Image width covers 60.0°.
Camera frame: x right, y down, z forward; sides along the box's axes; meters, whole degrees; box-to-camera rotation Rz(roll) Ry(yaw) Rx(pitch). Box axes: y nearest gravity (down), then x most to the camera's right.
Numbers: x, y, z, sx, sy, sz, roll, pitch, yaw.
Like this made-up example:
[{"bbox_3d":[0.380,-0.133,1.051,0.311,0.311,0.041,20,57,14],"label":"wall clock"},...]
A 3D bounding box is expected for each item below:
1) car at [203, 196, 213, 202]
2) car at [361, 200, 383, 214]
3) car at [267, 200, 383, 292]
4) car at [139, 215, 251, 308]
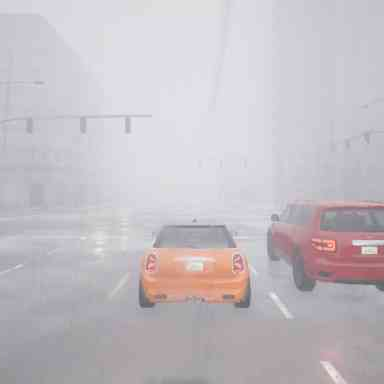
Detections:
[{"bbox_3d":[3.581,1.524,74.436,1.812,1.442,4.674,0,0,0],"label":"car"},{"bbox_3d":[20.493,1.564,35.263,4.181,1.385,1.994,0,0,1],"label":"car"},{"bbox_3d":[3.544,1.221,9.106,2.150,2.045,5.566,0,0,2],"label":"car"},{"bbox_3d":[0.066,1.352,8.082,2.097,1.767,4.553,0,0,1],"label":"car"}]
